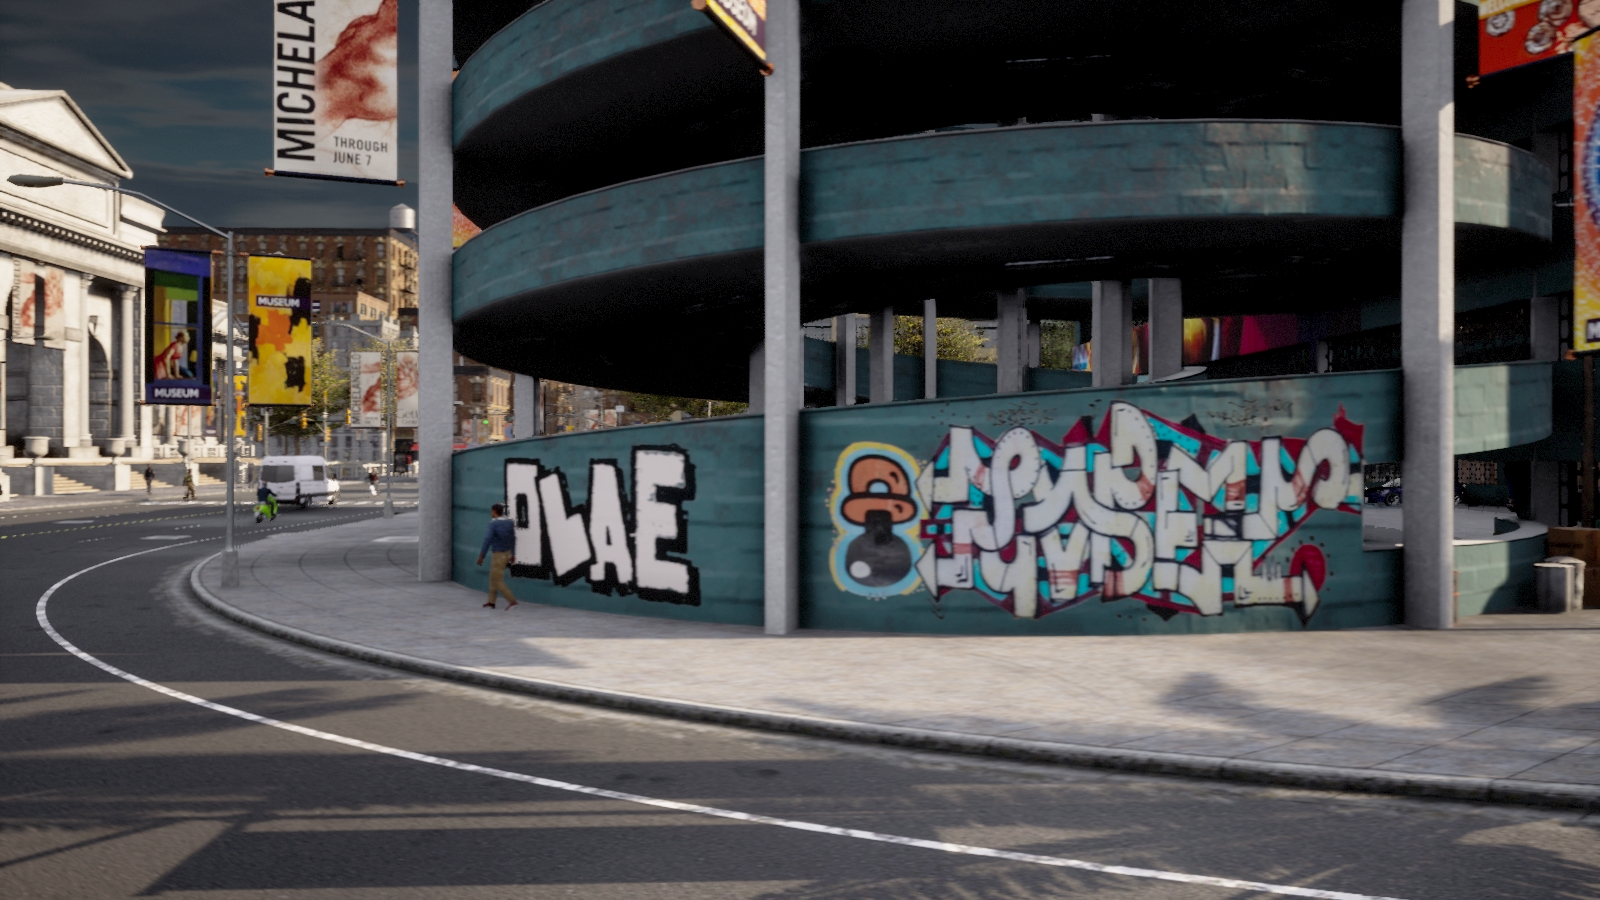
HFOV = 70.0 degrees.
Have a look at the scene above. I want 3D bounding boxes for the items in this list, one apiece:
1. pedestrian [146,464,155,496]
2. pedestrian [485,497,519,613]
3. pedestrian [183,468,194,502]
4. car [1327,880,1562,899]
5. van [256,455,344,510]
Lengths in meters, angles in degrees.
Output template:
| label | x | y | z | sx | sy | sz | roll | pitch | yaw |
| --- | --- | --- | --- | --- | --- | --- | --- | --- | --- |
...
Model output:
| label | x | y | z | sx | sy | sz | roll | pitch | yaw |
| --- | --- | --- | --- | --- | --- | --- | --- | --- | --- |
| pedestrian | -37.989 | 1.728 | 66.825 | 0.375 | 1.860 | 0.375 | 0 | 0 | -7 |
| pedestrian | -4.869 | 1.706 | 18.688 | 0.375 | 1.860 | 0.375 | 0 | 0 | 33 |
| pedestrian | -32.960 | 1.878 | 61.569 | 0.375 | 1.860 | 0.375 | 0 | 0 | 9 |
| car | 3.235 | 2.067 | 2.113 | 3.806 | 1.475 | 1.970 | 0 | 0 | 14 |
| van | -24.712 | 1.563 | 56.713 | 1.988 | 2.561 | 5.915 | 0 | 0 | -2 |
